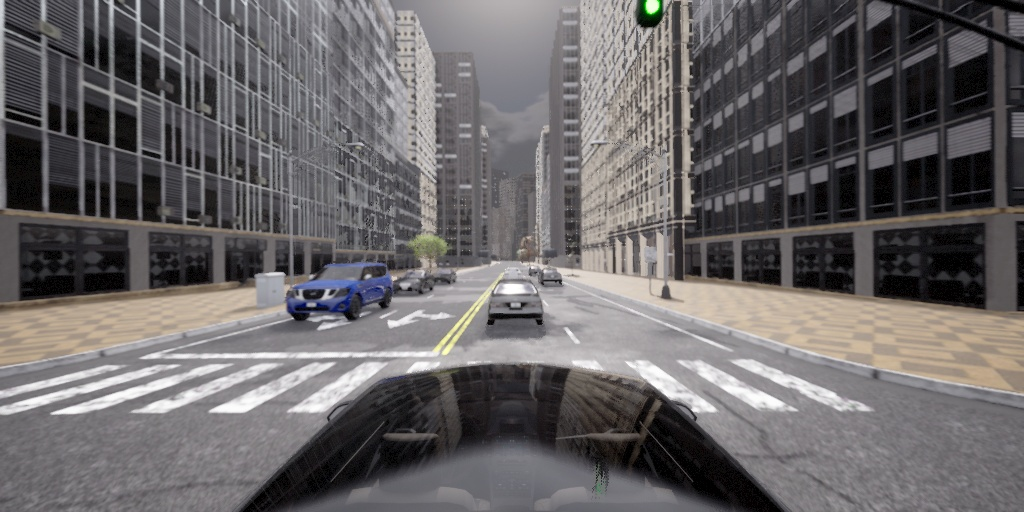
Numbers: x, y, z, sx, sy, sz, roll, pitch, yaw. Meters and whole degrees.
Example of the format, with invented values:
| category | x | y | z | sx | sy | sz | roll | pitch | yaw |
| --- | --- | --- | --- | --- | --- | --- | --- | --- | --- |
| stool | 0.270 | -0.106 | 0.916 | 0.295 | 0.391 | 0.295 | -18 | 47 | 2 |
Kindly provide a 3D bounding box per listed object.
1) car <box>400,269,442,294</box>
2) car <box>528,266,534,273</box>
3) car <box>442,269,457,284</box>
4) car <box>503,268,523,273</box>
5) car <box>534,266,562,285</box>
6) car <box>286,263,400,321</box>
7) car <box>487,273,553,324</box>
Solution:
| category | x | y | z | sx | sy | sz | roll | pitch | yaw |
| --- | --- | --- | --- | --- | --- | --- | --- | --- | --- |
| car | -6.559 | 1.722 | 24.467 | 2.128 | 1.511 | 4.902 | -1 | -1 | 0 |
| car | 3.345 | 2.122 | 52.276 | 2.033 | 1.411 | 5.357 | -1 | -1 | 0 |
| car | -6.489 | 1.940 | 34.771 | 2.033 | 1.411 | 5.357 | -1 | -1 | 0 |
| car | 0.114 | 1.871 | 35.687 | 1.812 | 1.442 | 4.674 | -1 | -1 | 0 |
| car | 3.362 | 1.809 | 32.294 | 2.033 | 1.411 | 5.357 | -1 | -1 | 0 |
| car | -6.601 | 1.295 | 14.555 | 2.150 | 2.045 | 5.566 | -1 | -1 | 0 |
| car | 0.103 | 1.535 | 13.092 | 2.033 | 1.411 | 5.357 | -1 | -1 | 0 |
